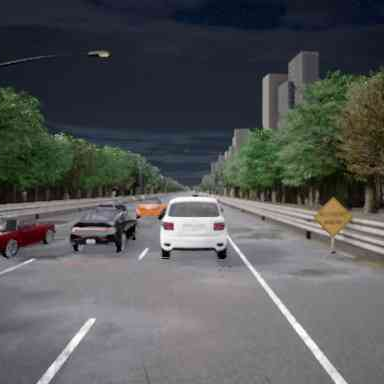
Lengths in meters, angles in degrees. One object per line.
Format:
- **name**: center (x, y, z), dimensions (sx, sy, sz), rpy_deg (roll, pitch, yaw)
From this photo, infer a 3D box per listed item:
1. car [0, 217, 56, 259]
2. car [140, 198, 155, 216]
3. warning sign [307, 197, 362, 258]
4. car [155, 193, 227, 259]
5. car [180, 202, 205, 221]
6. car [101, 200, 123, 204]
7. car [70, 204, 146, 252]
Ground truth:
- **car**: center (-6.940, 1.586, 12.570), dimensions (1.895, 1.301, 4.718), rpy_deg (0, 0, 0)
- **car**: center (-3.437, 1.325, 28.704), dimensions (2.097, 1.767, 4.553), rpy_deg (0, 0, 0)
- **warning sign**: center (4.553, 1.102, 10.741), dimensions (1.300, 1.860, 1.060), rpy_deg (0, 0, 0)
- **car**: center (0.063, 1.207, 12.720), dimensions (2.150, 2.045, 5.566), rpy_deg (0, 0, 0)
- **car**: center (0.059, 1.576, 27.580), dimensions (1.895, 1.301, 4.718), rpy_deg (0, 0, 0)
- **car**: center (-6.934, 1.466, 28.997), dimensions (2.128, 1.511, 4.902), rpy_deg (0, 0, 0)
- **car**: center (-3.434, 1.475, 13.757), dimensions (2.128, 1.511, 4.902), rpy_deg (0, 0, 0)
